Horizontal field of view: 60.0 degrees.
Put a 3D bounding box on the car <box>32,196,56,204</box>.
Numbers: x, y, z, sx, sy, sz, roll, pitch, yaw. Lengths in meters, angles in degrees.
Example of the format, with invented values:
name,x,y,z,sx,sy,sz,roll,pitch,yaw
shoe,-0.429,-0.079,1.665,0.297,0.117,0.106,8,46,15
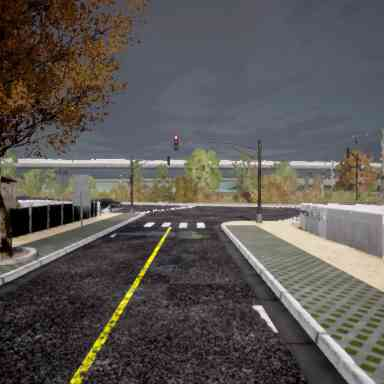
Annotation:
name,x,y,z,sx,sy,sz,roll,pitch,yaw
car,-30.525,1.625,68.548,4.902,1.511,2.128,-1,2,36

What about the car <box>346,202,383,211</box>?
name,x,y,z,sx,sy,sz,roll,pitch,yaw
car,13.320,1.491,24.596,4.902,1.511,2.128,-1,2,36

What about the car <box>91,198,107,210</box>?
name,x,y,z,sx,sy,sz,roll,pitch,yaw
car,-14.034,1.719,44.396,5.008,1.535,1.882,0,2,36

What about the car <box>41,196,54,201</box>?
name,x,y,z,sx,sy,sz,roll,pitch,yaw
car,-26.309,1.607,57.373,4.553,1.767,2.097,0,2,36

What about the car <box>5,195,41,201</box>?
name,x,y,z,sx,sy,sz,roll,pitch,yaw
car,-27.616,1.583,54.285,5.566,2.045,2.150,-1,1,36

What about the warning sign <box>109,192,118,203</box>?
name,x,y,z,sx,sy,sz,roll,pitch,yaw
warning sign,-14.246,0.995,60.260,1.060,1.860,1.300,2,1,36

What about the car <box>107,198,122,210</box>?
name,x,y,z,sx,sy,sz,roll,pitch,yaw
car,-12.048,1.608,46.969,5.008,1.535,1.882,0,2,36

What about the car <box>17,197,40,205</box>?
name,x,y,z,sx,sy,sz,roll,pitch,yaw
car,-32.437,1.740,65.925,4.902,1.511,2.128,-1,2,36

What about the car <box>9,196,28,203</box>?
name,x,y,z,sx,sy,sz,roll,pitch,yaw
car,-38.963,1.585,74.674,4.892,1.490,1.837,-1,2,36
